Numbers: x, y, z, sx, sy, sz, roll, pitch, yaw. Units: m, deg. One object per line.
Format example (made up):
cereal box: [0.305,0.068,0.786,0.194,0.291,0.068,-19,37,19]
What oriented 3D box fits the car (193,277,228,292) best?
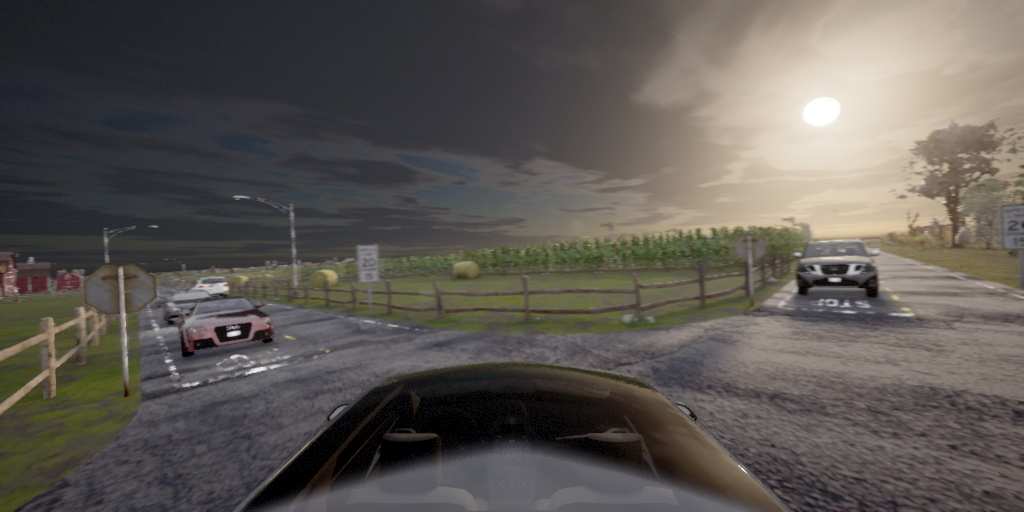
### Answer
car: [-28.357,3.016,33.683,5.566,2.045,2.150,-4,-1,44]

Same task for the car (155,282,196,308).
car: [-26.661,3.131,28.094,4.902,1.511,2.128,-4,-1,44]

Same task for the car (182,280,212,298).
car: [-36.080,3.689,41.051,4.553,1.767,2.097,-4,-1,44]

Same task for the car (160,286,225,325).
car: [-15.882,2.418,17.724,4.674,1.442,1.812,-4,-1,44]

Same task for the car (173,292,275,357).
car: [-8.747,1.965,10.891,1.994,1.385,4.181,-3,-1,-45]

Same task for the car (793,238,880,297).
car: [12.766,0.362,14.177,2.150,2.045,5.566,-2,0,43]
